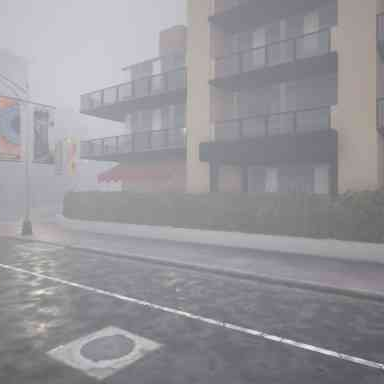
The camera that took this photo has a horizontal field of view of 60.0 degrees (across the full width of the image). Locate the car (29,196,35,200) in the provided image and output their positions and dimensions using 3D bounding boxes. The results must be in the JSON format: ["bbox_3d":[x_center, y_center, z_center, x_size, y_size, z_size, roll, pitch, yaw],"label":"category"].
[{"bbox_3d":[-36.054,1.481,72.144,4.892,1.521,2.231,0,0,36],"label":"car"}]
